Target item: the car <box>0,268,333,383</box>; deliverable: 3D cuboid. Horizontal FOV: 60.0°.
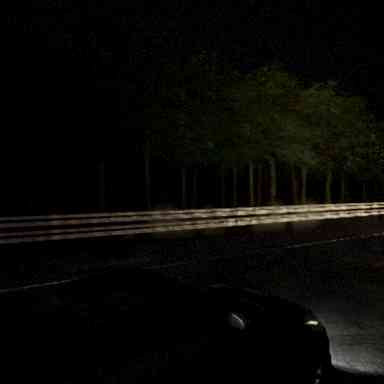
[{"bbox_3d":[-0.398,1.551,3.469,4.181,1.385,1.994,0,0,-37],"label":"car"}]
